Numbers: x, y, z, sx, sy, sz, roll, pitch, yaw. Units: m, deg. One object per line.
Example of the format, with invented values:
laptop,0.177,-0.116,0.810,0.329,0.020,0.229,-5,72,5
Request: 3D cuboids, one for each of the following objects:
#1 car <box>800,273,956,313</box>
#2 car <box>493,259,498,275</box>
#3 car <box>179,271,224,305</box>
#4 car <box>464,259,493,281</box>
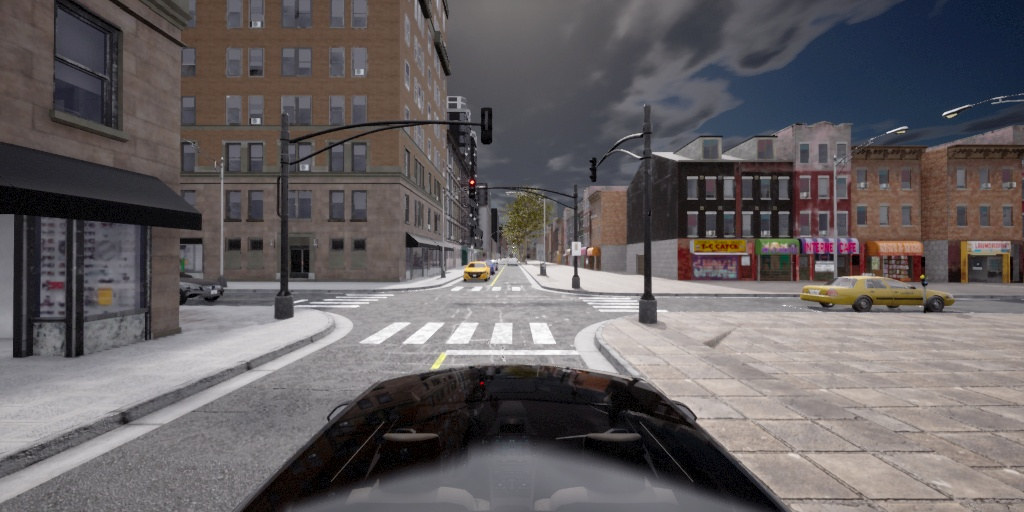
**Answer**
car,13.881,1.346,13.711,4.829,1.417,1.751,0,0,0
car,-2.860,1.209,39.205,1.882,1.535,5.008,0,0,0
car,-14.412,1.195,14.537,4.674,1.442,1.812,0,0,0
car,-2.849,1.214,29.800,1.882,1.535,5.008,0,0,0
